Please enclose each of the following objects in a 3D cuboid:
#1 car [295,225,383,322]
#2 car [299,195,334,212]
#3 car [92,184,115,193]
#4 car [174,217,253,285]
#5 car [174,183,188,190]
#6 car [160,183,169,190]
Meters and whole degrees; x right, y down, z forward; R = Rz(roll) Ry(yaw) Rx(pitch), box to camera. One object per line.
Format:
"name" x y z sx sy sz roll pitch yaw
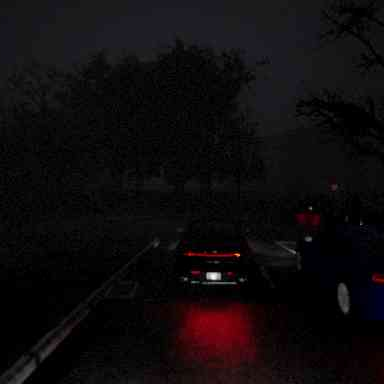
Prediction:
"car" 3.720 1.472 7.333 1.882 1.535 5.008 0 0 3
"car" 10.827 0.912 28.516 1.895 1.301 4.718 2 3 35
"car" -14.785 -0.551 57.813 4.892 1.490 1.837 -1 2 -14
"car" 0.592 1.469 9.432 1.837 1.490 4.892 0 1 3
"car" -2.095 -1.143 72.563 1.837 1.490 4.892 0 1 -10
"car" -6.900 -1.482 82.656 2.097 1.767 4.553 0 1 -5
